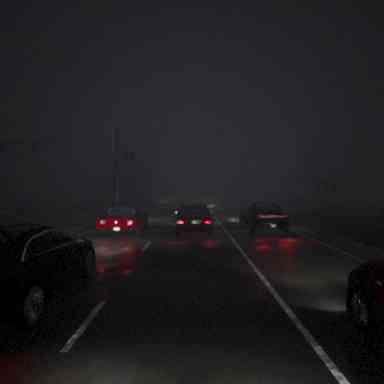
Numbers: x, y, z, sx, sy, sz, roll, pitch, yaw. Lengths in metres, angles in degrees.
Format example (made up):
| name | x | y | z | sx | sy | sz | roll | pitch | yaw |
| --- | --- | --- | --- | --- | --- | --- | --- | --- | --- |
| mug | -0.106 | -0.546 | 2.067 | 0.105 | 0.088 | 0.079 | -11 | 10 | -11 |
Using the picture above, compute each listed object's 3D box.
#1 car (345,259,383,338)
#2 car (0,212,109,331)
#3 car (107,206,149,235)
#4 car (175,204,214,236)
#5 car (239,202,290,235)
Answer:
| name | x | y | z | sx | sy | sz | roll | pitch | yaw |
| --- | --- | --- | --- | --- | --- | --- | --- | --- | --- |
| car | 3.598 | 1.300 | 3.685 | 2.097 | 1.767 | 4.553 | 0 | 1 | 0 |
| car | -3.400 | 1.400 | 6.665 | 2.128 | 1.511 | 4.902 | 0 | 1 | 0 |
| car | -3.397 | 1.366 | 17.254 | 1.895 | 1.301 | 4.718 | 0 | 1 | 0 |
| car | 0.104 | 1.318 | 16.884 | 2.033 | 1.411 | 5.357 | 0 | 1 | 0 |
| car | 3.604 | 1.258 | 17.165 | 2.128 | 1.511 | 4.902 | 0 | 1 | 0 |
